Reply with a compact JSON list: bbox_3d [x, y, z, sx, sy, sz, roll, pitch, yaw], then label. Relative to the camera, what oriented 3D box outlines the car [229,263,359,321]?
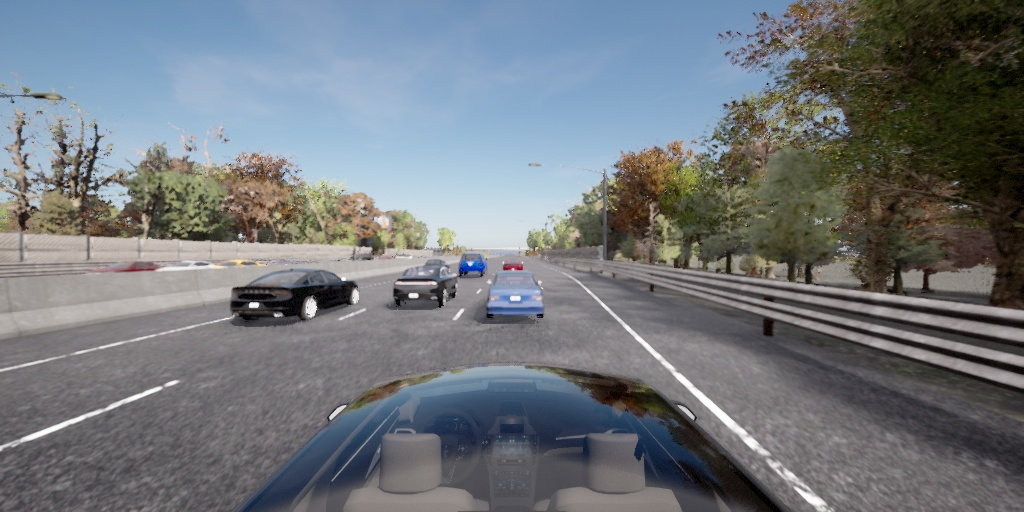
[{"bbox_3d":[-6.905,1.149,12.073,1.882,1.535,5.008,0,0,0],"label":"car"}]

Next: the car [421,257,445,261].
[{"bbox_3d":[-6.903,1.028,33.034,1.837,1.490,4.892,0,0,0],"label":"car"}]

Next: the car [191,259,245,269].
[{"bbox_3d":[-21.101,1.039,27.350,1.882,1.535,5.008,0,0,0],"label":"car"}]

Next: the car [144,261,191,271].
[{"bbox_3d":[-24.601,1.087,27.340,1.812,1.442,4.674,0,0,0],"label":"car"}]

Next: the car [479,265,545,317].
[{"bbox_3d":[0.097,1.215,12.608,2.033,1.411,5.357,0,0,0],"label":"car"}]

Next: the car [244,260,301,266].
[{"bbox_3d":[-17.603,1.106,27.863,2.033,1.411,5.357,0,0,0],"label":"car"}]

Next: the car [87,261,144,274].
[{"bbox_3d":[-27.789,1.096,26.047,1.812,1.442,4.674,0,0,-2],"label":"car"}]

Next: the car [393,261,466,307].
[{"bbox_3d":[-3.404,1.143,14.842,2.128,1.511,4.902,0,0,0],"label":"car"}]

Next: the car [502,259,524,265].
[{"bbox_3d":[0.095,0.991,34.508,1.882,1.535,5.008,0,0,0],"label":"car"}]

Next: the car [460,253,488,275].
[{"bbox_3d":[-3.404,0.752,31.998,2.150,2.045,5.566,0,0,0],"label":"car"}]
